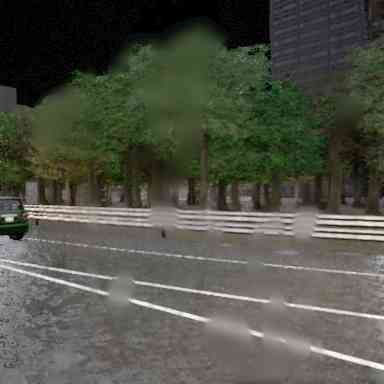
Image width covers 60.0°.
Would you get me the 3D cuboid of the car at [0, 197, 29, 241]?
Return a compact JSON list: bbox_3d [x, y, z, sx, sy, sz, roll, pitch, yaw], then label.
[{"bbox_3d":[-9.825,1.233,15.330,5.566,2.045,2.150,0,0,33],"label":"car"}]
